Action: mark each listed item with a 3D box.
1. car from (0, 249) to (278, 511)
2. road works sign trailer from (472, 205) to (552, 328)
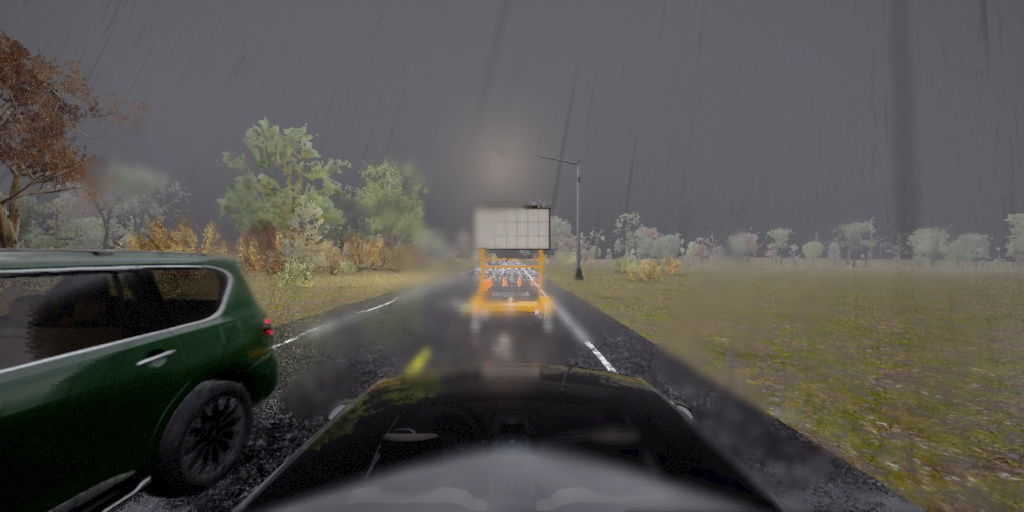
[{"bbox_3d":[-3.600,0.971,1.572,2.150,2.045,5.566,0,0,0],"label":"car"},{"bbox_3d":[0.000,0.216,11.326,2.380,3.560,2.880,0,0,0],"label":"road works sign trailer"}]
